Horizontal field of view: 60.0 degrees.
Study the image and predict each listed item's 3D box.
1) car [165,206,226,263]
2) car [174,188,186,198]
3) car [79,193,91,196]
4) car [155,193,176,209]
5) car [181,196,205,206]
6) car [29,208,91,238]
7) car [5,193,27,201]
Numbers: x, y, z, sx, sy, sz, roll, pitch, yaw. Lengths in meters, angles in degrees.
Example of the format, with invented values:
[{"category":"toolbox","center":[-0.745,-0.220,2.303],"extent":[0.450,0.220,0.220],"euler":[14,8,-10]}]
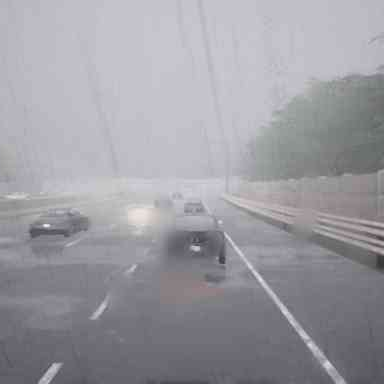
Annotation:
[{"category":"car","center":[0.116,1.477,12.038],"extent":[1.882,1.535,5.008],"euler":[0,0,0]},{"category":"car","center":[-3.011,0.521,69.564],"extent":[2.097,1.767,4.553],"euler":[0,1,1]},{"category":"car","center":[-20.586,0.834,64.620],"extent":[1.994,1.385,4.181],"euler":[0,1,1]},{"category":"car","center":[-3.337,1.244,40.213],"extent":[1.882,1.535,5.008],"euler":[0,1,0]},{"category":"car","center":[0.199,1.389,31.315],"extent":[2.128,1.511,4.902],"euler":[0,1,0]},{"category":"car","center":[-6.868,1.556,17.718],"extent":[1.994,1.385,4.181],"euler":[0,0,0]},{"category":"car","center":[-31.153,0.909,59.053],"extent":[1.812,1.442,4.674],"euler":[0,1,1]}]
